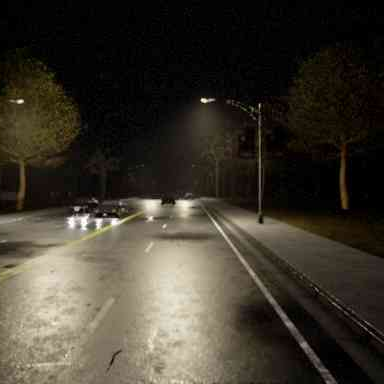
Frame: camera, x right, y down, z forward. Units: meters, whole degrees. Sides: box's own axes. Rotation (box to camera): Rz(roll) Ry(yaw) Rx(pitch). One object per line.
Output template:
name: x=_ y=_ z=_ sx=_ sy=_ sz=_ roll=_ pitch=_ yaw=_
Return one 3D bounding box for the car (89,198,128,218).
car: x=-6.699 y=1.339 z=28.191 sx=2.033 sy=1.411 sz=5.357 roll=0 pitch=0 yaw=0

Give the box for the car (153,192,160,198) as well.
car: x=-7.007 y=0.699 z=68.819 sx=1.882 sy=1.535 sz=5.008 roll=0 pitch=0 yaw=-1

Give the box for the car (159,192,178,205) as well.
car: x=-3.423 y=1.130 z=49.255 sx=1.882 sy=1.535 sz=5.008 roll=0 pitch=0 yaw=-1

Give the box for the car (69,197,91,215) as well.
car: x=-9.967 y=1.263 z=31.171 sx=2.128 sy=1.511 sz=4.902 roll=0 pitch=0 yaw=0

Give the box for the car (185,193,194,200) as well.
car: x=-0.576 y=1.029 z=73.632 sx=1.812 sy=1.442 sz=4.674 roll=0 pitch=0 yaw=-1
